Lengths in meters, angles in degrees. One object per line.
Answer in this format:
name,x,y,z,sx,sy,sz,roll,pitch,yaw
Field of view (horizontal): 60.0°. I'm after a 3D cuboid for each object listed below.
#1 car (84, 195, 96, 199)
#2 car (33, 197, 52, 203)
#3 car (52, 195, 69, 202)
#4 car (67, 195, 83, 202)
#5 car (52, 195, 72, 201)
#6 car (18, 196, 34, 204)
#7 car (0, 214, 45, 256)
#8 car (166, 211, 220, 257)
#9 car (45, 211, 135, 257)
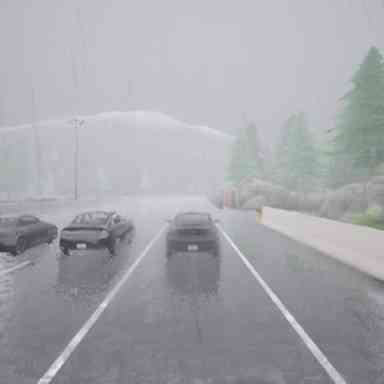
car,-24.512,1.329,79.855,2.097,1.767,4.553,0,0,0
car,-28.010,1.587,63.961,1.895,1.301,4.718,0,0,0
car,-31.512,1.451,79.824,1.882,1.535,5.008,0,0,0
car,-28.012,1.513,79.824,2.033,1.411,5.357,0,0,0
car,-24.510,1.516,64.003,1.812,1.442,4.674,0,0,0
car,-31.510,1.517,63.991,2.128,1.511,4.902,0,0,0
car,-6.953,1.563,13.126,1.994,1.385,4.181,0,0,1
car,0.045,1.504,12.920,1.837,1.490,4.892,0,0,0
car,-3.456,1.490,12.885,2.128,1.511,4.902,0,0,0
